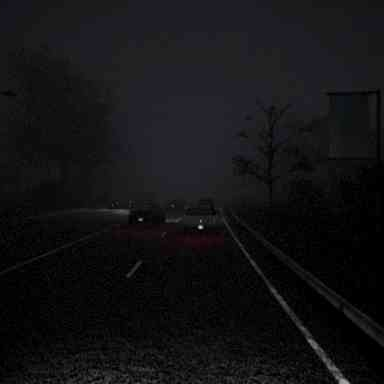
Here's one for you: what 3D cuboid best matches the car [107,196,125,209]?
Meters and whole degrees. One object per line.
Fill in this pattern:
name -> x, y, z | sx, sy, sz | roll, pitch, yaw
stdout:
car -> -8.848, 1.253, 40.432 | 1.837, 1.490, 4.892 | 0, 0, 5

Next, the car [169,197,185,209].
car -> -1.853, 1.294, 37.724 | 1.812, 1.442, 4.674 | 0, 0, 4

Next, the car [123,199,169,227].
car -> -2.856, 1.392, 21.480 | 1.812, 1.442, 4.674 | 0, 0, 3

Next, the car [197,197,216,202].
car -> 1.580, 1.280, 36.719 | 1.837, 1.490, 4.892 | 0, 0, 4

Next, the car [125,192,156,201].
car -> -5.555, 0.984, 37.904 | 2.150, 2.045, 5.566 | 0, 1, 5

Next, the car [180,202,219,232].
car -> 0.536, 1.484, 19.091 | 1.895, 1.301, 4.718 | 0, 0, 2
